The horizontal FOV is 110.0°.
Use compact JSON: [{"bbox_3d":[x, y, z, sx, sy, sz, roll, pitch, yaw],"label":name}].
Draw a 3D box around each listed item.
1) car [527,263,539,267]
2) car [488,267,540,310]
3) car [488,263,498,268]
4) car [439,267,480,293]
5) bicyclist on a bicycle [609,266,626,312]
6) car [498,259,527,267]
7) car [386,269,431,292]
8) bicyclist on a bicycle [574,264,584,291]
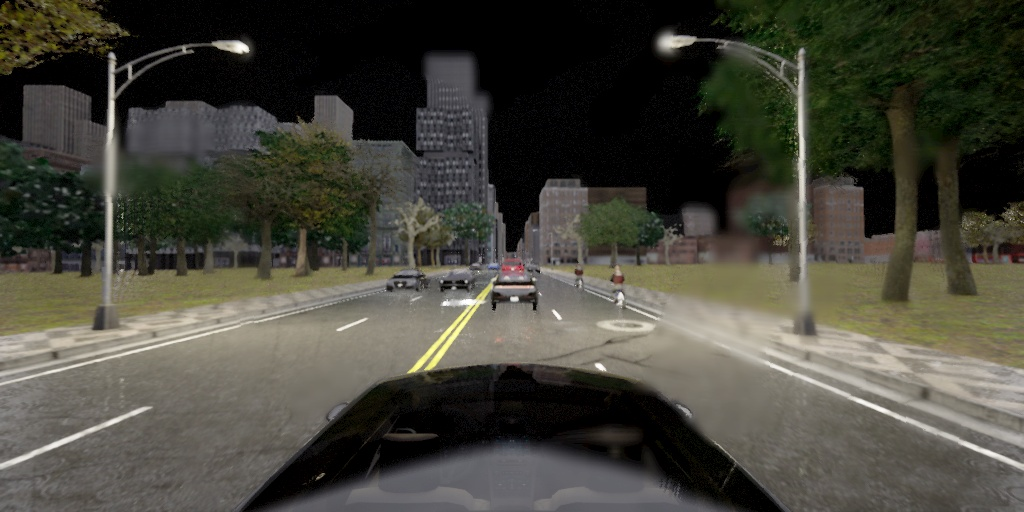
[{"bbox_3d":[3.314,1.986,56.139,1.895,1.301,4.718,0,-1,0],"label":"car"},{"bbox_3d":[0.093,1.393,15.575,2.128,1.511,4.902,0,-1,0],"label":"car"},{"bbox_3d":[-3.317,1.972,64.690,1.882,1.535,5.008,0,-1,0],"label":"car"},{"bbox_3d":[-3.362,1.587,22.950,1.895,1.301,4.718,0,-1,0],"label":"car"},{"bbox_3d":[4.137,1.257,14.255,0.659,1.776,1.843,0,0,0],"label":"bicyclist on a bicycle"},{"bbox_3d":[0.080,1.348,34.886,2.150,2.045,5.566,0,-1,0],"label":"car"},{"bbox_3d":[-6.610,1.553,23.200,1.994,1.385,4.181,0,-1,0],"label":"car"},{"bbox_3d":[4.132,1.350,22.314,0.659,1.776,1.843,0,0,0],"label":"bicyclist on a bicycle"}]
